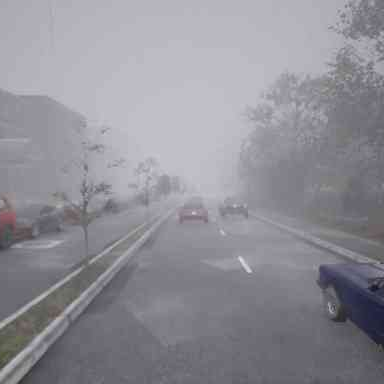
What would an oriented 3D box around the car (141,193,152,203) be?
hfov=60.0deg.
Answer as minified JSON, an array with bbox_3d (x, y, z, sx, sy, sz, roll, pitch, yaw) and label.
[{"bbox_3d":[-7.801,0.986,49.763,2.097,1.535,5.008,0,1,1],"label":"car"}]

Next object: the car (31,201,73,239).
[{"bbox_3d":[-7.992,1.374,16.550,2.163,1.488,4.792,0,1,0],"label":"car"}]

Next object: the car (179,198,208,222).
[{"bbox_3d":[0.130,1.359,23.942,1.994,1.385,4.181,0,1,0],"label":"car"}]

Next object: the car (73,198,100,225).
[{"bbox_3d":[-7.961,1.330,22.129,2.002,1.452,4.674,0,1,0],"label":"car"}]

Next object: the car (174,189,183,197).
[{"bbox_3d":[-4.764,0.468,88.596,2.231,1.521,4.892,0,1,9],"label":"car"}]

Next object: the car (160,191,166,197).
[{"bbox_3d":[-7.147,0.767,66.386,1.946,1.575,5.366,0,1,5],"label":"car"}]

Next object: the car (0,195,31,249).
[{"bbox_3d":[-8.025,1.143,11.003,2.435,2.045,5.566,0,1,0],"label":"car"}]

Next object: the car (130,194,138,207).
[{"bbox_3d":[-7.865,1.116,38.771,2.231,1.521,4.892,0,1,0],"label":"car"}]

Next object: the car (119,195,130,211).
[{"bbox_3d":[-7.897,1.216,33.221,2.002,1.452,4.674,0,1,0],"label":"car"}]

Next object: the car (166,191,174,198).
[{"bbox_3d":[-6.182,0.619,77.361,1.946,1.575,5.366,0,1,7],"label":"car"}]

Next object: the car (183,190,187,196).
[{"bbox_3d":[-3.883,0.133,94.069,2.435,2.045,5.566,0,1,10],"label":"car"}]

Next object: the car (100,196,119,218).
[{"bbox_3d":[-7.928,1.264,27.644,2.163,1.488,4.792,0,1,0],"label":"car"}]

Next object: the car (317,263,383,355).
[{"bbox_3d":[3.251,1.568,4.101,1.895,1.301,4.718,0,0,0],"label":"car"}]

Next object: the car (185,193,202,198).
[{"bbox_3d":[0.568,1.163,41.551,2.033,1.411,5.357,0,1,2],"label":"car"}]

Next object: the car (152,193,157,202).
[{"bbox_3d":[-7.557,0.894,59.357,2.163,1.488,4.792,0,1,3],"label":"car"}]

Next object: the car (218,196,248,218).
[{"bbox_3d":[3.322,1.112,27.643,2.097,1.767,4.553,0,1,1],"label":"car"}]
